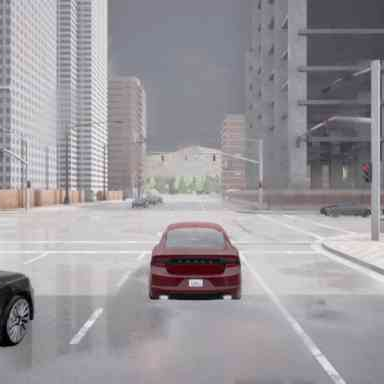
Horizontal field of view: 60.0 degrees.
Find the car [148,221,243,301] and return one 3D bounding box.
[{"bbox_3d":[0.061,1.477,8.426,1.882,1.535,5.008,0,0,0],"label":"car"}]

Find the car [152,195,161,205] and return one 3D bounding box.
[{"bbox_3d":[-7.111,1.349,56.770,2.097,1.767,4.553,0,0,1],"label":"car"}]

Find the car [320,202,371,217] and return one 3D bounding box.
[{"bbox_3d":[13.913,1.562,30.259,4.181,1.385,1.994,0,0,0],"label":"car"}]

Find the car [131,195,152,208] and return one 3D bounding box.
[{"bbox_3d":[-7.262,1.502,46.936,1.837,1.490,4.892,0,0,1],"label":"car"}]

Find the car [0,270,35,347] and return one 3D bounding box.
[{"bbox_3d":[-3.450,1.491,3.421,2.128,1.511,4.902,0,0,0],"label":"car"}]

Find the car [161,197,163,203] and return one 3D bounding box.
[{"bbox_3d":[-6.906,1.544,67.039,2.033,1.411,5.357,0,0,1],"label":"car"}]

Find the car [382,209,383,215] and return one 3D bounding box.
[{"bbox_3d":[18.465,1.220,26.732,5.566,2.045,2.150,0,0,0],"label":"car"}]
